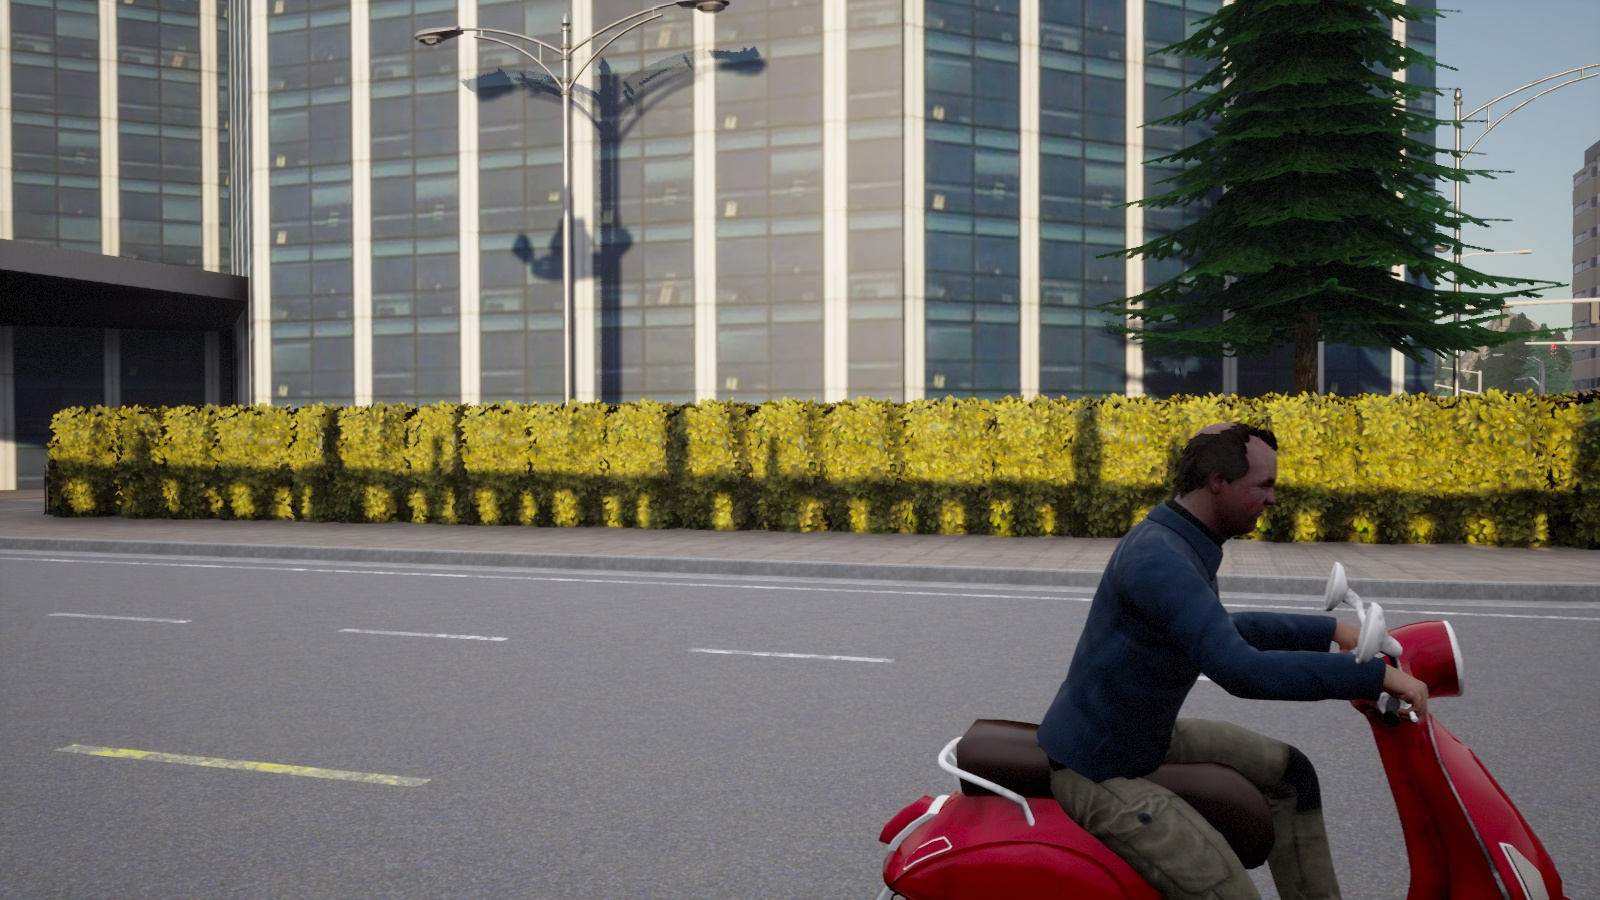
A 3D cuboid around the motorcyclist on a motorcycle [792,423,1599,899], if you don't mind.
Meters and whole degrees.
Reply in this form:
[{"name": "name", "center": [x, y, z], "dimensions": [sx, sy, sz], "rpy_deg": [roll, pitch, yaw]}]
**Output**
[{"name": "motorcyclist on a motorcycle", "center": [0.983, 0.738, 2.872], "dimensions": [1.817, 1.590, 0.866], "rpy_deg": [1, 1, 18]}]
